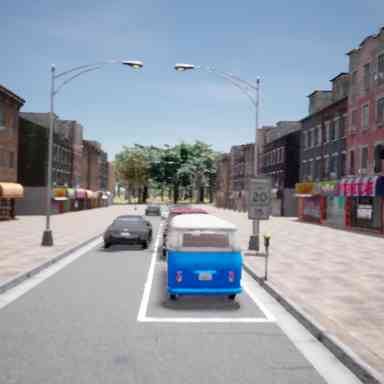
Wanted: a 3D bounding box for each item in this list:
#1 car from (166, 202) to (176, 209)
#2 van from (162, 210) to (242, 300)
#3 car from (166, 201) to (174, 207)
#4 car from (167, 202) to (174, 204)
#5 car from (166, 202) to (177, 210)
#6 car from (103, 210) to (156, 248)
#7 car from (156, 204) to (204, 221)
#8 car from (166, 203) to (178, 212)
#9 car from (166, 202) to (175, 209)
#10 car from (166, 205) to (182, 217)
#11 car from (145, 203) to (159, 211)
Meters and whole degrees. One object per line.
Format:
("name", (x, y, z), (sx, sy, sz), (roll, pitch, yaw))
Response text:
("car", (-4.313, 2.794, 67.945), (1.887, 1.381, 4.507), (1, -1, -4))
("van", (0.141, 1.530, 8.654), (1.690, 1.788, 3.998), (1, -1, -4))
("car", (-5.932, 3.218, 89.506), (1.887, 1.381, 4.507), (1, -1, -4))
("car", (-1.117, 1.858, 27.091), (2.097, 1.767, 4.553), (2, -1, -4))
("car", (-3.908, 2.697, 62.554), (2.008, 1.369, 4.403), (1, -1, -4))
("car", (-2.980, 1.798, 16.108), (1.994, 1.385, 4.181), (2, -1, -4))
("car", (-0.263, 1.594, 14.044), (2.192, 1.841, 5.009), (1, -1, -4))
("car", (-3.504, 2.610, 57.164), (1.947, 1.339, 4.313), (1, -1, -4))
("car", (-4.718, 2.904, 73.335), (2.008, 1.369, 4.403), (1, -1, -4))
("car", (-2.289, 2.293, 40.993), (1.887, 1.381, 4.507), (1, -1, -4))
("car", (-4.946, 2.184, 42.279), (2.128, 1.511, 4.902), (2, -1, -4))
